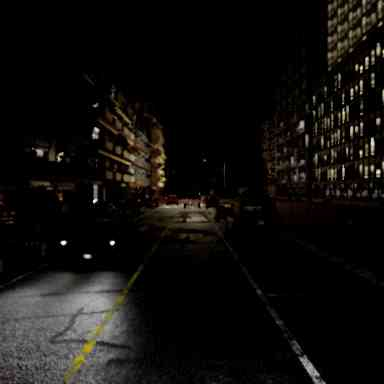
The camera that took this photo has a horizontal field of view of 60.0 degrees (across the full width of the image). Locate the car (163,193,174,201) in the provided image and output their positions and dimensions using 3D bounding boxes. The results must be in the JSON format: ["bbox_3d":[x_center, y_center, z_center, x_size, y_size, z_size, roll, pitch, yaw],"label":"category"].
[{"bbox_3d":[-5.681,1.248,81.545,2.192,1.841,5.009,0,0,0],"label":"car"}]

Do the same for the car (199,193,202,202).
[{"bbox_3d":[2.697,1.374,64.963,1.967,1.590,4.097,0,0,0],"label":"car"}]

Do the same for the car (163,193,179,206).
[{"bbox_3d":[-3.062,1.415,52.863,1.882,1.535,5.008,0,0,0],"label":"car"}]

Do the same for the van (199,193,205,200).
[{"bbox_3d":[2.702,1.277,92.597,1.690,1.788,3.998,0,0,0],"label":"van"}]

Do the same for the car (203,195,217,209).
[{"bbox_3d":[2.694,1.470,43.027,1.752,1.417,4.829,0,0,0],"label":"car"}]

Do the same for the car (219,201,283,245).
[{"bbox_3d":[2.687,1.291,15.223,2.192,1.841,5.009,0,0,0],"label":"car"}]

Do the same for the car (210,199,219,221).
[{"bbox_3d":[2.691,1.507,26.277,1.887,1.381,4.507,0,0,0],"label":"car"}]

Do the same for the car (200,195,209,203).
[{"bbox_3d":[2.699,1.459,70.660,1.752,1.417,4.829,0,0,0],"label":"car"}]

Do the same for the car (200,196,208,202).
[{"bbox_3d":[2.700,1.515,76.017,1.802,1.307,4.206,0,0,0],"label":"car"}]

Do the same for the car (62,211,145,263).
[{"bbox_3d":[-3.071,1.581,11.990,1.895,1.301,4.718,0,0,0],"label":"car"}]

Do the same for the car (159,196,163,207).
[{"bbox_3d":[-5.685,1.485,48.385,1.887,1.381,4.507,0,0,0],"label":"car"}]

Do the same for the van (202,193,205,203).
[{"bbox_3d":[2.694,1.282,48.383,1.690,1.788,3.998,0,0,0],"label":"van"}]

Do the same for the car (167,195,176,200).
[{"bbox_3d":[-5.676,1.486,92.599,2.008,1.369,4.403,0,0,0],"label":"car"}]

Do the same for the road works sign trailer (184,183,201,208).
[{"bbox_3d":[0.009,0.406,46.381,2.380,3.560,2.880,0,0,0],"label":"road works sign trailer"}]

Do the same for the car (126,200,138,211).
[{"bbox_3d":[-5.690,1.544,26.279,1.802,1.307,4.206,0,0,0],"label":"car"}]

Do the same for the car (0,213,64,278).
[{"bbox_3d":[-5.692,1.534,9.699,2.008,1.369,4.403,0,0,0],"label":"car"}]

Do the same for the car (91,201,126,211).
[{"bbox_3d":[-5.691,1.409,20.752,1.967,1.590,4.097,0,0,0],"label":"car"}]

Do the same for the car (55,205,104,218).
[{"bbox_3d":[-5.692,1.521,15.225,1.887,1.381,4.507,0,0,0],"label":"car"}]

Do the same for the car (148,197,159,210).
[{"bbox_3d":[-5.686,1.470,42.689,1.752,1.417,4.829,0,0,0],"label":"car"}]

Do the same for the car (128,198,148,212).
[{"bbox_3d":[-5.689,1.396,31.805,1.967,1.590,4.097,0,0,0],"label":"car"}]

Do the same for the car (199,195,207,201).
[{"bbox_3d":[2.701,1.515,81.543,1.802,1.307,4.206,0,0,0],"label":"car"}]

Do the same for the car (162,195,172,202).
[{"bbox_3d":[-5.680,1.458,75.849,1.752,1.417,4.829,0,0,0],"label":"car"}]

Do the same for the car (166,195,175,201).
[{"bbox_3d":[-5.677,1.484,87.072,2.008,1.369,4.403,0,0,0],"label":"car"}]

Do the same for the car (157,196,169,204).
[{"bbox_3d":[-5.682,1.479,64.965,1.887,1.381,4.507,0,0,0],"label":"car"}]
